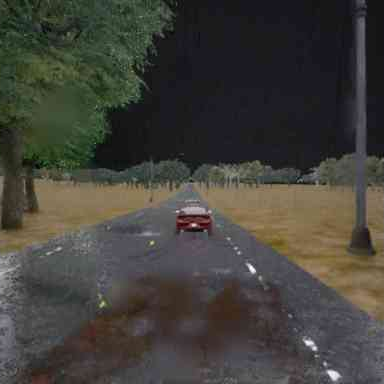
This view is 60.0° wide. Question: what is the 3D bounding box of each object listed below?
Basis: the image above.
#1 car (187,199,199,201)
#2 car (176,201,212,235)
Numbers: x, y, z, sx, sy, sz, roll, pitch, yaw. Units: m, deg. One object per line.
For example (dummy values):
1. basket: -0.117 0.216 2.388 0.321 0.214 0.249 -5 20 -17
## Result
1. car: 0.083 1.503 38.249 2.128 1.511 4.902 0 0 0
2. car: 0.092 1.480 18.873 1.882 1.535 5.008 0 0 0
